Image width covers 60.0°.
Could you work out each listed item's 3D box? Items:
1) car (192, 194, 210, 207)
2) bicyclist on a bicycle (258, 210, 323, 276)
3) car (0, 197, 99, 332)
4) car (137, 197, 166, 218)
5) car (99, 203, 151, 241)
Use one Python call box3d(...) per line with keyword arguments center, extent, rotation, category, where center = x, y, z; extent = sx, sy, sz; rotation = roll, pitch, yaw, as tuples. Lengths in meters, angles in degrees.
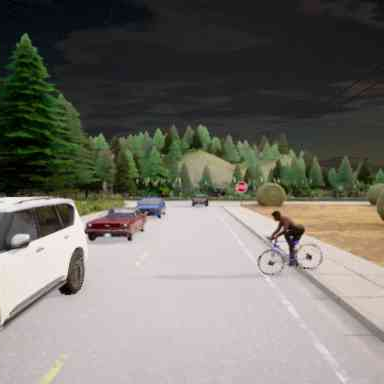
box3d(center=(1.174, 0.959, 40.938), extent=(2.128, 1.511, 4.902), rotation=(0, 1, 8), category="car")
box3d(center=(2.398, 1.257, 8.368), extent=(1.656, 1.620, 0.582), rotation=(-9, 1, 1), category="bicyclist on a bicycle")
box3d(center=(-3.524, 1.145, 5.569), extent=(2.150, 2.045, 5.566), rotation=(0, 1, 1), category="car")
box3d(center=(-3.137, 1.138, 25.868), extent=(1.882, 1.535, 5.008), rotation=(0, 1, 1), category="car")
box3d(center=(-3.340, 1.395, 15.514), extent=(1.895, 1.301, 4.718), rotation=(0, 1, 1), category="car")
